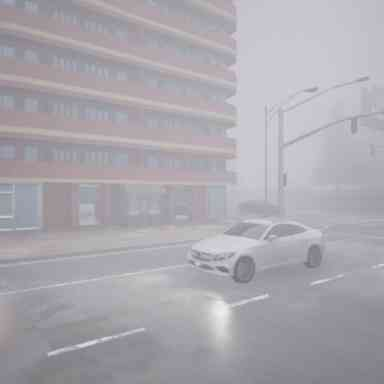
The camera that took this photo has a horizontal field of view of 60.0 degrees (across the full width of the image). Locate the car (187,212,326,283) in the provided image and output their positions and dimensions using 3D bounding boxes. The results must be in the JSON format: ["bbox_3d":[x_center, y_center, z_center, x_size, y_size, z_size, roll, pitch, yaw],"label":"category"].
[{"bbox_3d":[2.044,1.526,9.761,4.674,1.442,1.812,0,0,-35],"label":"car"}]

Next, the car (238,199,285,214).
[{"bbox_3d":[6.669,1.478,32.182,1.882,1.535,5.008,0,0,-36],"label":"car"}]
